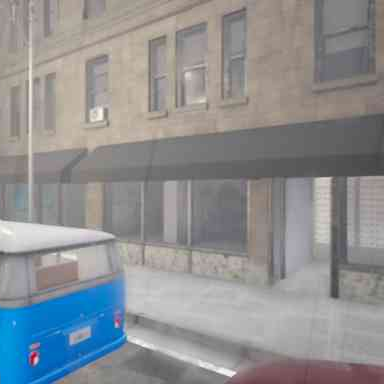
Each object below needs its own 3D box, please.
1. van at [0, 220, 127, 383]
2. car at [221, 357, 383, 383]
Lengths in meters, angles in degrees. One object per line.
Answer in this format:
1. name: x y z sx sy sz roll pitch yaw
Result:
1. van: -2.753 1.334 4.689 3.998 1.788 1.690 0 0 34
2. car: 1.938 1.583 1.505 4.206 1.307 1.802 0 0 34
